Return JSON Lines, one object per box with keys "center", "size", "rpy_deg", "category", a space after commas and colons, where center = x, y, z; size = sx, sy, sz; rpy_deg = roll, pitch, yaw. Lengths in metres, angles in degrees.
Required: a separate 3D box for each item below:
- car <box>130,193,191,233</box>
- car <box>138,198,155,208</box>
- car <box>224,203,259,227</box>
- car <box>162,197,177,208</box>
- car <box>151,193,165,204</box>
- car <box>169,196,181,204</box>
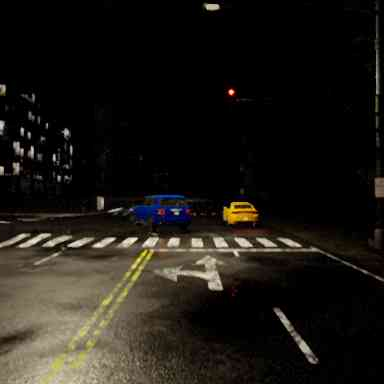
{"center": [-2.022, 1.228, 20.215], "size": [2.150, 2.045, 5.566], "rpy_deg": [1, 0, -26], "category": "car"}
{"center": [-6.608, 1.613, 49.147], "size": [1.895, 1.301, 4.718], "rpy_deg": [0, 0, 0], "category": "car"}
{"center": [3.336, 1.476, 23.173], "size": [1.882, 1.535, 5.008], "rpy_deg": [0, 0, 0], "category": "car"}
{"center": [-3.356, 1.490, 49.791], "size": [1.882, 1.535, 5.008], "rpy_deg": [0, 0, 0], "category": "car"}
{"center": [-6.550, 1.237, 65.115], "size": [2.150, 2.045, 5.566], "rpy_deg": [0, 0, 1], "category": "car"}
{"center": [-3.294, 1.509, 66.570], "size": [2.128, 1.511, 4.902], "rpy_deg": [0, 0, 0], "category": "car"}
